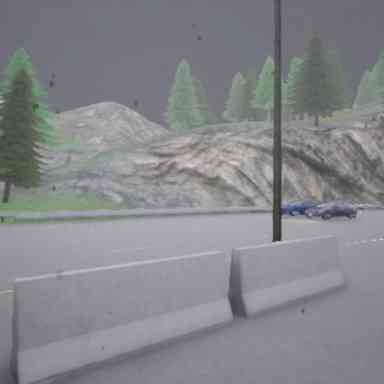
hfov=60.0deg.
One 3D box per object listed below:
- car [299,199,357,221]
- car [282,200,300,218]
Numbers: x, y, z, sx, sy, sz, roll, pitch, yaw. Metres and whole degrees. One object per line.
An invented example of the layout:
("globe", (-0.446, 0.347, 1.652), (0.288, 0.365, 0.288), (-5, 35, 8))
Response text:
("car", (11.256, 1.483, 26.789), (4.674, 1.442, 1.812), (0, 0, -27))
("car", (9.880, 1.425, 30.010), (5.008, 1.535, 1.882), (0, 0, -27))
